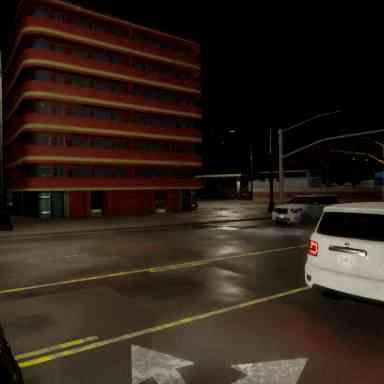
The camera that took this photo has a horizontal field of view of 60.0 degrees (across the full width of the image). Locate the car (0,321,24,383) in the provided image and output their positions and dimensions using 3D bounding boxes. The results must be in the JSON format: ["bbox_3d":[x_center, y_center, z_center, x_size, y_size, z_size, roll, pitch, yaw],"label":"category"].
[{"bbox_3d":[-3.661,1.222,1.141,5.566,2.045,2.150,0,0,-35],"label":"car"}]

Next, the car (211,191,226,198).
[{"bbox_3d":[7.440,0.671,89.327,4.611,1.667,2.242,-1,1,-35],"label":"car"}]

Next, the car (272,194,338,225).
[{"bbox_3d":[7.860,1.175,22.340,5.566,2.045,2.150,0,0,-35],"label":"car"}]

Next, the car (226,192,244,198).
[{"bbox_3d":[11.405,0.818,85.101,3.806,1.475,1.970,-1,1,-35],"label":"car"}]

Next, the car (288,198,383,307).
[{"bbox_3d":[4.782,1.218,7.137,5.566,2.045,2.150,0,0,-35],"label":"car"}]
